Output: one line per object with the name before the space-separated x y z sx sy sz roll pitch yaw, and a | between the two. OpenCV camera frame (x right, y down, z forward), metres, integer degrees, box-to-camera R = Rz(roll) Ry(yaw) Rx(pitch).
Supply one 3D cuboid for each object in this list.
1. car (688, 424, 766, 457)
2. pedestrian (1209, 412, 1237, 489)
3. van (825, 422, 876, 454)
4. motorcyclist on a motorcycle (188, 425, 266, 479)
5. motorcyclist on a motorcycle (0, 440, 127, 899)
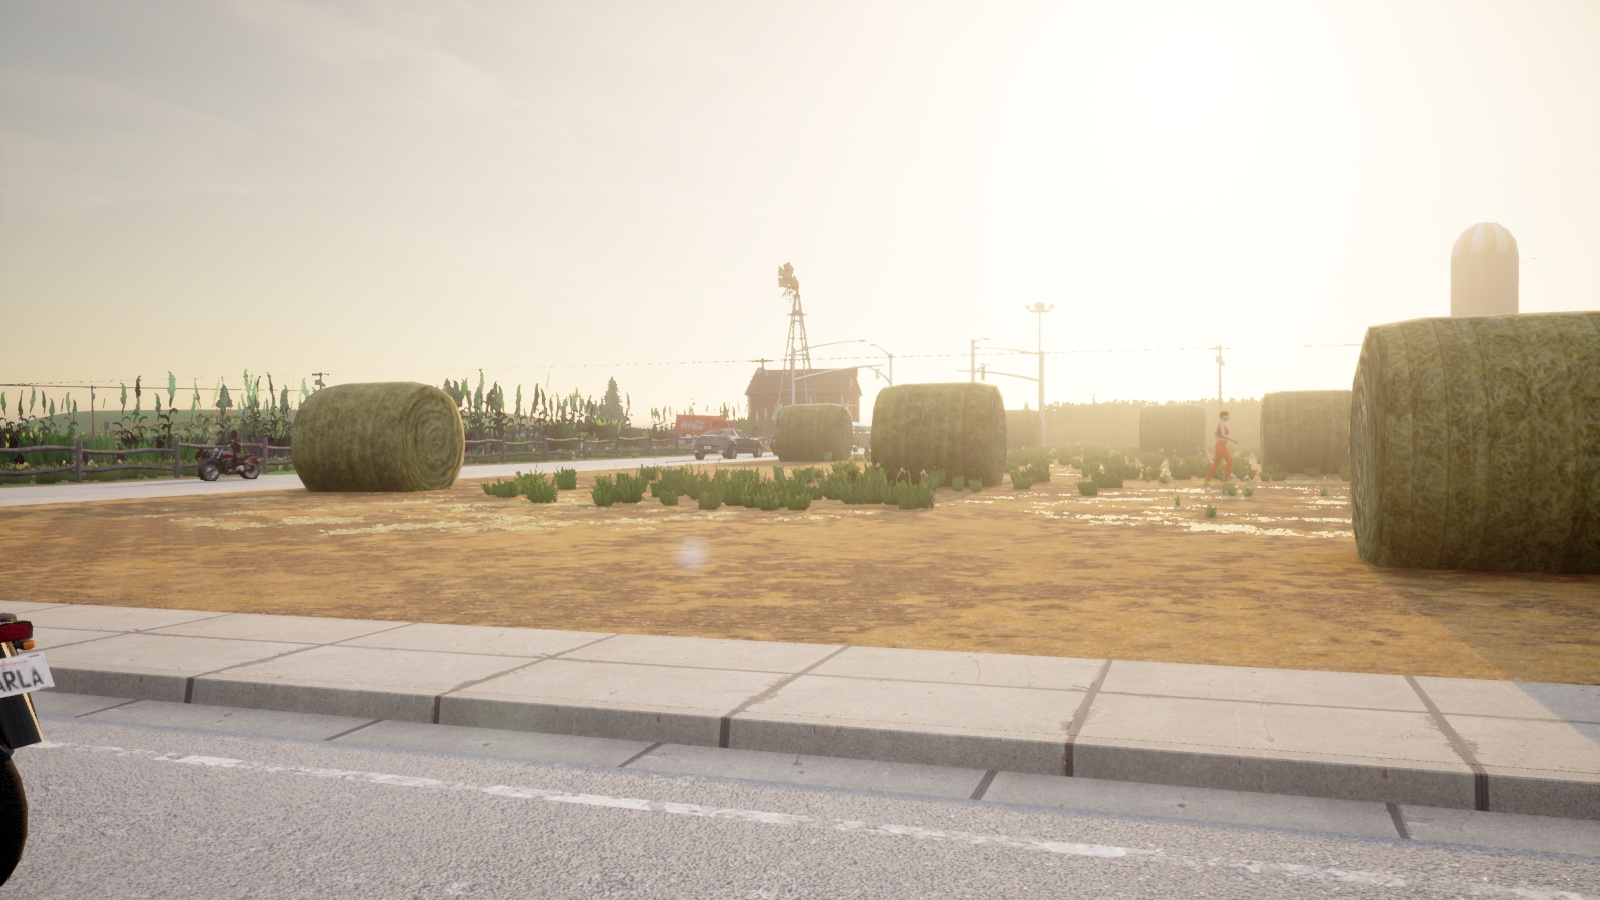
car | -3.765 -0.500 65.967 2.152 1.651 5.027 1 1 21
pedestrian | 10.166 0.007 30.171 0.594 1.836 0.345 1 1 27
van | 3.459 -0.823 84.409 2.069 2.038 4.480 1 1 21
motorcyclist on a motorcycle | -17.933 0.044 39.394 0.766 1.649 2.350 1 1 21
motorcyclist on a motorcycle | -3.464 0.726 4.359 2.044 1.523 0.797 1 1 19
